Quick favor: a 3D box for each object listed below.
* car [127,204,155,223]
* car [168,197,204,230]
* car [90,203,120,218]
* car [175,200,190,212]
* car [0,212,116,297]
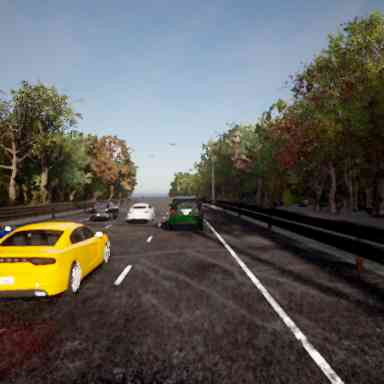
[{"bbox_3d":[-4.088,1.673,27.035,1.812,1.442,4.674,0,0,-2],"label":"car"},{"bbox_3d":[-0.424,1.314,22.035,2.150,2.045,5.566,0,0,-2],"label":"car"},{"bbox_3d":[-7.680,1.681,29.483,2.128,1.511,4.902,0,0,-2],"label":"car"},{"bbox_3d":[-1.219,1.744,42.722,1.812,1.442,4.674,0,0,-3],"label":"car"},{"bbox_3d":[-3.554,1.534,8.774,1.882,1.535,5.008,0,0,-1],"label":"car"}]
